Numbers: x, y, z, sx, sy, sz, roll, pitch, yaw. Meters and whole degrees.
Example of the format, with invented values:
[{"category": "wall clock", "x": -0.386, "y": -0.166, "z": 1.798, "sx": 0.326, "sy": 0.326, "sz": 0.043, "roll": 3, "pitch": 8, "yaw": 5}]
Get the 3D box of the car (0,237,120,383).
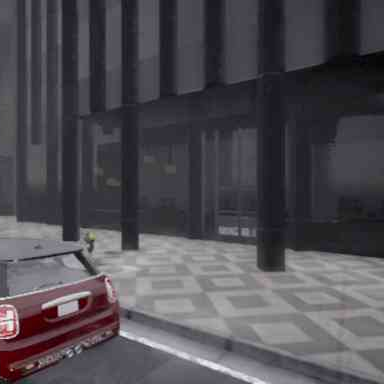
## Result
[{"category": "car", "x": -3.080, "y": 1.430, "z": 5.163, "sx": 4.097, "sy": 1.590, "sz": 1.967, "roll": 0, "pitch": 0, "yaw": 36}]
